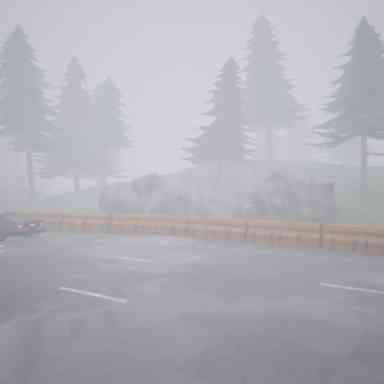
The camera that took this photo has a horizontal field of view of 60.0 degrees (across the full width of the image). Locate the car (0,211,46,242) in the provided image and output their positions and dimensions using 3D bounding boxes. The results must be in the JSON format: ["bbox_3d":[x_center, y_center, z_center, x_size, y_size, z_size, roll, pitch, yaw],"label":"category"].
[{"bbox_3d":[-10.132,1.686,17.153,5.357,1.411,2.033,0,0,21],"label":"car"}]
